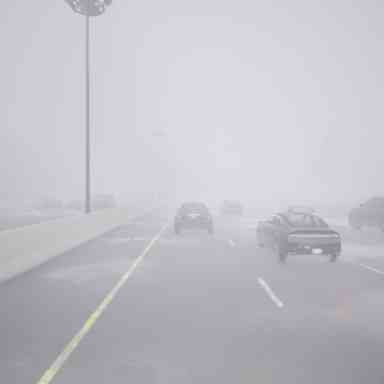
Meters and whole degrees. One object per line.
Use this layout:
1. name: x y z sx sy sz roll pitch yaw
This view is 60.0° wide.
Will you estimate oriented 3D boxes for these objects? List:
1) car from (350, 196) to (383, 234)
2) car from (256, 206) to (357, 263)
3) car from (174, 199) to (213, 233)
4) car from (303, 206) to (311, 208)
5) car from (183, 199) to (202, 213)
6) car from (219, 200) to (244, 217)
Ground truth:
1. car: 10.590 1.207 17.821 2.150 2.045 5.566 0 0 0
2. car: 3.591 1.483 11.972 2.128 1.511 4.902 0 0 0
3. car: 0.087 1.339 19.710 2.097 1.767 4.553 0 0 0
4. car: 7.085 1.584 22.637 1.895 1.301 4.718 0 0 0
5. car: 0.075 1.522 38.614 2.033 1.411 5.357 0 0 0
6. car: 3.580 1.471 30.717 2.128 1.511 4.902 0 0 0
